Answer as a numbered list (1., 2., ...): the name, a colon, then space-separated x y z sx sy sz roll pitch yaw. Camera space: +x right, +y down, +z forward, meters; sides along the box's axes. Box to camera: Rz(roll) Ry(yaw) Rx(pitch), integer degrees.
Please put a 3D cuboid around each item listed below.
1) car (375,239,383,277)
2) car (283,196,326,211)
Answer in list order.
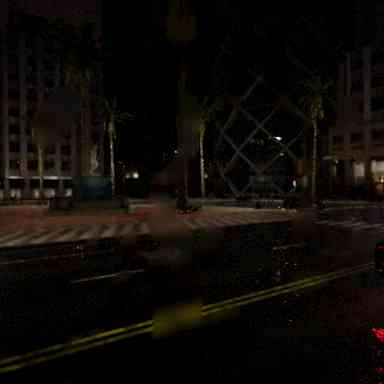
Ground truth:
1. car: 6.488 1.387 8.360 4.892 1.490 1.837 -1 1 -35
2. car: 11.536 1.233 34.341 1.837 1.490 4.892 -1 1 -26
